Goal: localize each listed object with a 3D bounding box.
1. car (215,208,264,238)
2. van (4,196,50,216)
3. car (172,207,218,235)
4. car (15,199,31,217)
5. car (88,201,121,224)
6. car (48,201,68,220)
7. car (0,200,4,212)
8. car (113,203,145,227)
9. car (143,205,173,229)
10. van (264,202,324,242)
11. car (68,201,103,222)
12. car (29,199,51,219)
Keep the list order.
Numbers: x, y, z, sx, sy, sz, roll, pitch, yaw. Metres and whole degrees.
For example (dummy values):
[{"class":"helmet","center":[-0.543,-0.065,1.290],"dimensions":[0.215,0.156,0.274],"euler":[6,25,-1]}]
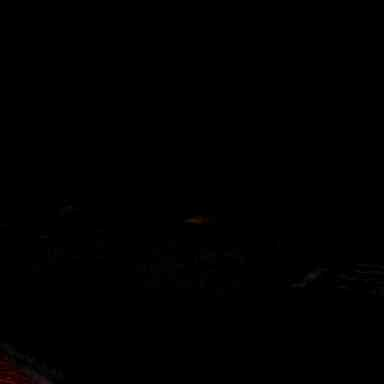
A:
[{"class":"car","center":[3.699,1.810,20.145],"dimensions":[2.163,1.488,4.792],"euler":[0,0,35]},{"class":"van","center":[-16.610,1.441,34.689],"dimensions":[1.878,1.987,4.442],"euler":[0,0,35]},{"class":"car","center":[1.310,1.764,21.578],"dimensions":[1.946,1.575,5.366],"euler":[0,0,35]},{"class":"car","center":[-14.419,1.718,32.984],"dimensions":[2.002,1.452,4.674],"euler":[0,0,35]},{"class":"car","center":[-5.363,1.727,26.558],"dimensions":[2.097,1.535,5.008],"euler":[0,0,35]},{"class":"car","center":[-9.892,1.742,29.767],"dimensions":[2.002,1.452,4.674],"euler":[0,0,35]},{"class":"car","center":[-21.219,1.673,37.786],"dimensions":[2.163,1.488,4.792],"euler":[0,0,35]},{"class":"car","center":[-3.108,1.742,24.940],"dimensions":[2.231,1.521,4.892],"euler":[0,0,35]},{"class":"car","center":[-0.827,1.783,23.361],"dimensions":[2.163,1.488,4.792],"euler":[0,0,35]},{"class":"van","center":[5.875,1.569,18.417],"dimensions":[1.878,1.987,4.442],"euler":[0,0,35]},{"class":"car","center":[-7.610,1.589,28.186],"dimensions":[2.185,1.767,4.553],"euler":[0,0,35]},{"class":"car","center":[-12.156,1.690,31.373],"dimensions":[2.097,1.535,5.008],"euler":[0,0,35]}]
